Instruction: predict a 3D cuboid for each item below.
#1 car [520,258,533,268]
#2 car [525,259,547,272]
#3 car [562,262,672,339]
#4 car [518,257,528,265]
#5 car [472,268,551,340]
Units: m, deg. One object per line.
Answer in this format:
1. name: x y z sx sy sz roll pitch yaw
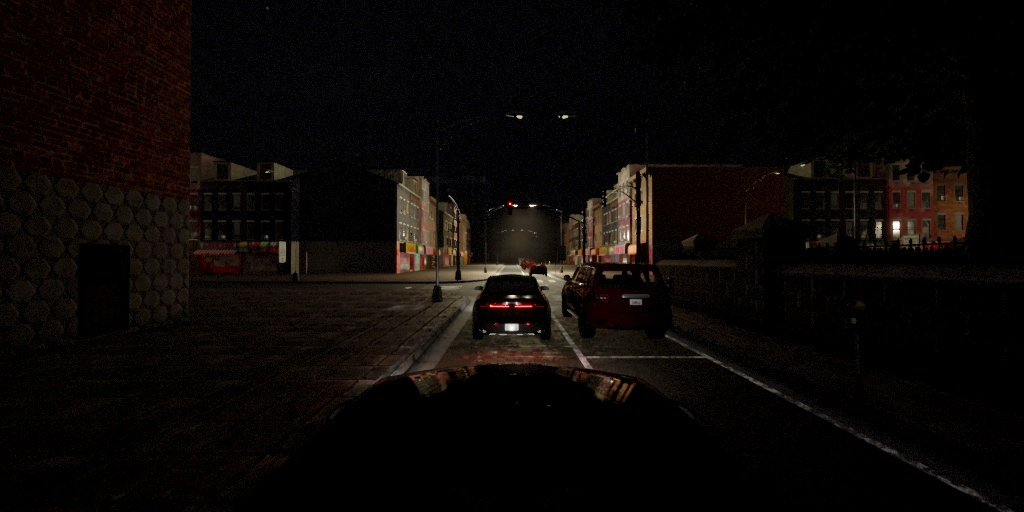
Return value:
1. car: 2.582 1.373 52.777 1.888 1.381 4.507 0 0 0
2. car: 2.600 1.334 36.465 1.888 1.381 4.507 0 0 0
3. car: 2.629 1.068 10.036 2.192 1.841 5.009 0 0 0
4. car: 2.576 1.158 58.214 2.192 1.841 5.009 0 0 0
5. car: -0.009 1.258 9.995 1.837 1.490 4.892 0 0 0
